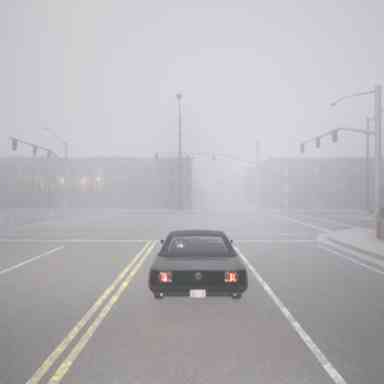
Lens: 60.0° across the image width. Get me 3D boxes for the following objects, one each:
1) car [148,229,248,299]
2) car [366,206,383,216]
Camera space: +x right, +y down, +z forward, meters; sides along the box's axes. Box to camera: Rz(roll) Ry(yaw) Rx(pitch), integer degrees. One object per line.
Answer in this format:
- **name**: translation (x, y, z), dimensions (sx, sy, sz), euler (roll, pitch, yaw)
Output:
- **car**: translation (0.117, 1.592, 8.370), dimensions (1.895, 1.301, 4.718), euler (0, 0, 0)
- **car**: translation (18.095, 1.517, 28.811), dimensions (5.357, 1.411, 2.033), euler (0, 0, 0)
